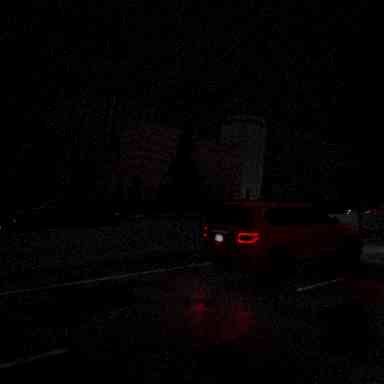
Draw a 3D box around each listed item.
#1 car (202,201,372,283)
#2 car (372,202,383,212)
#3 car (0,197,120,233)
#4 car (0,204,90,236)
[{"bbox_3d":[2.883,1.289,10.101,5.566,2.045,2.150,0,0,-36],"label":"car"},{"bbox_3d":[14.568,1.603,27.160,4.553,1.767,2.097,1,0,-35],"label":"car"},{"bbox_3d":[-6.388,1.250,16.630,5.566,2.045,2.150,1,0,-35],"label":"car"},{"bbox_3d":[-8.666,1.529,19.303,4.892,1.490,1.837,0,0,-35],"label":"car"}]
